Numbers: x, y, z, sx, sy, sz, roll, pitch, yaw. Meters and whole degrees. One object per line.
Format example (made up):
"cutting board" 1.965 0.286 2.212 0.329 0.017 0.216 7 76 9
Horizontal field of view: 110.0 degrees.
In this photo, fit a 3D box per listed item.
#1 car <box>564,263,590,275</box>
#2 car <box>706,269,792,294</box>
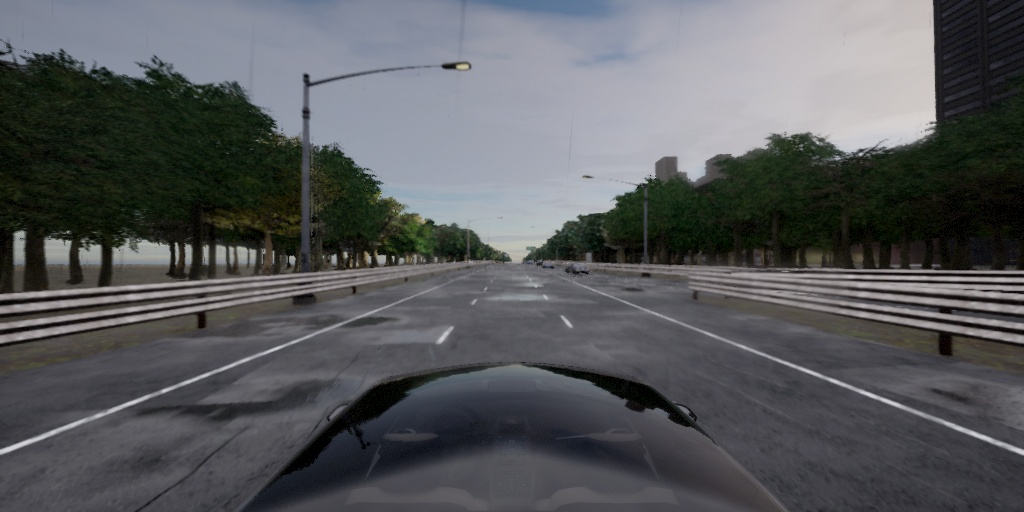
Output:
"car" 7.964 1.595 44.324 2.033 1.411 5.357 0 0 -7
"car" 14.334 1.453 21.203 2.033 1.411 5.357 0 -1 -20
